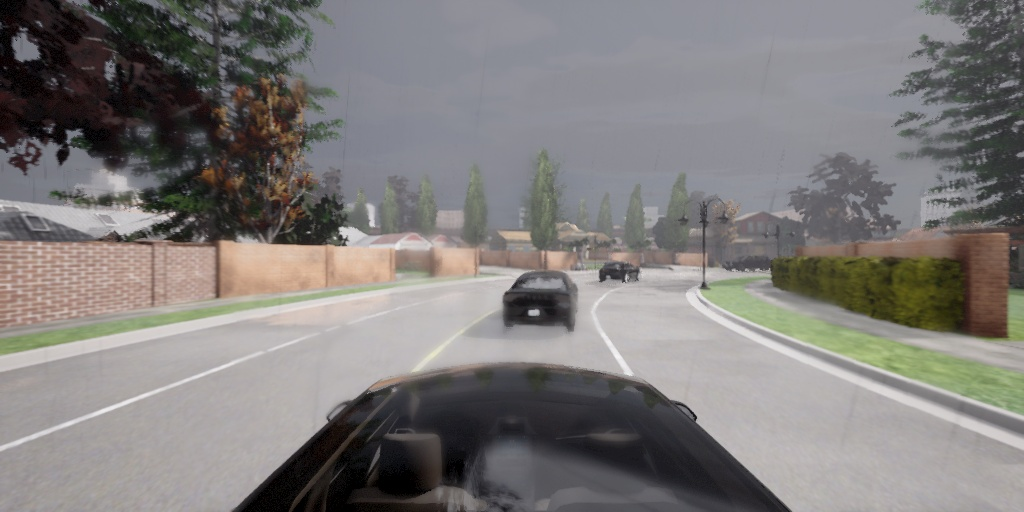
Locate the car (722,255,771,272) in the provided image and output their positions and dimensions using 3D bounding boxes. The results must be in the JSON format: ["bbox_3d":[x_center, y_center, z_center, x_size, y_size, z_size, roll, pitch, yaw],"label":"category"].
[{"bbox_3d":[28.378,0.866,43.360,5.566,2.045,2.150,0,0,-12],"label":"car"}]

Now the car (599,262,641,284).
[{"bbox_3d":[7.905,1.131,26.061,1.837,1.490,4.892,0,0,36],"label":"car"}]

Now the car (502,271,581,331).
[{"bbox_3d":[1.039,1.181,11.003,1.882,1.535,5.008,0,1,12],"label":"car"}]
